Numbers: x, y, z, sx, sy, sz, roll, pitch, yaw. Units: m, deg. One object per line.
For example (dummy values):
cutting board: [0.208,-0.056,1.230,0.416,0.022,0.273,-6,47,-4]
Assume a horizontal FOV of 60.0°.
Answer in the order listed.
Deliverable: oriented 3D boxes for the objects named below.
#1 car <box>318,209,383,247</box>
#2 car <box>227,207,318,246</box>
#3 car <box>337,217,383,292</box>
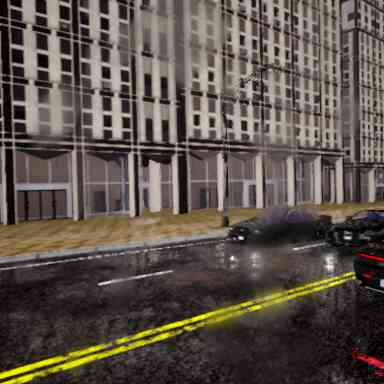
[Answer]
car: [7.017,1.376,12.679,4.181,1.385,1.994,-1,1,-35]
car: [4.078,1.378,14.578,5.357,1.411,2.033,-1,1,-35]
car: [5.506,1.379,7.366,4.892,1.490,1.837,-1,1,-35]
